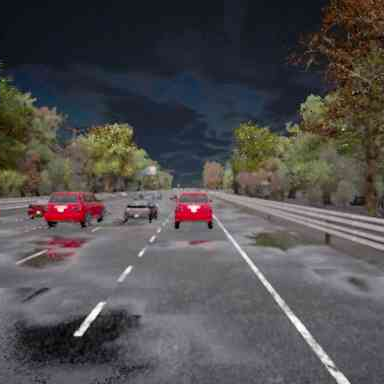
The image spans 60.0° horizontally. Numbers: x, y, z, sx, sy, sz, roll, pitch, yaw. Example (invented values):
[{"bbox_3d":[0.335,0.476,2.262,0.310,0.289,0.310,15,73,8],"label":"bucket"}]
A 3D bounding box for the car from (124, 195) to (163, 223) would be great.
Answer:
[{"bbox_3d":[-3.393,1.233,22.847,2.128,1.511,4.902,0,1,0],"label":"car"}]

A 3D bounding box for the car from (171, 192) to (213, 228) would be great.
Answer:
[{"bbox_3d":[0.100,0.992,20.315,2.150,2.045,5.566,0,1,0],"label":"car"}]

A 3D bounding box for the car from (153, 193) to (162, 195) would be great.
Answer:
[{"bbox_3d":[-6.672,0.834,63.841,2.033,1.411,5.357,0,1,0],"label":"car"}]

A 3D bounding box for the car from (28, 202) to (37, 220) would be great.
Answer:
[{"bbox_3d":[-10.388,1.194,25.006,1.882,1.535,5.008,0,1,0],"label":"car"}]

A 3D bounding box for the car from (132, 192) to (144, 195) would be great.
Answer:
[{"bbox_3d":[-10.189,0.788,62.853,2.128,1.511,4.902,0,0,0],"label":"car"}]

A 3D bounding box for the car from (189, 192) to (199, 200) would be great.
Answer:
[{"bbox_3d":[0.322,0.759,64.256,1.882,1.535,5.008,0,0,0],"label":"car"}]

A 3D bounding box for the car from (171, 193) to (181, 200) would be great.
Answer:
[{"bbox_3d":[-3.160,0.862,66.178,1.895,1.301,4.718,0,1,0],"label":"car"}]

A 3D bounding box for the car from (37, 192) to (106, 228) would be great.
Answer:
[{"bbox_3d":[-6.900,0.994,20.187,2.150,2.045,5.566,0,1,0],"label":"car"}]
